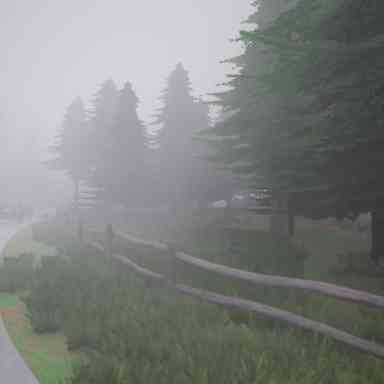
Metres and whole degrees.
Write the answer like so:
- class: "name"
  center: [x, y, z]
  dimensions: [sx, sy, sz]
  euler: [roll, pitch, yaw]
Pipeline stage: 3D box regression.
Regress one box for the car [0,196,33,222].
- class: "car"
  center: [-14.521, 1.477, 27.273]
  dimensions: [2.097, 1.767, 4.553]
  euler: [1, -1, -14]
